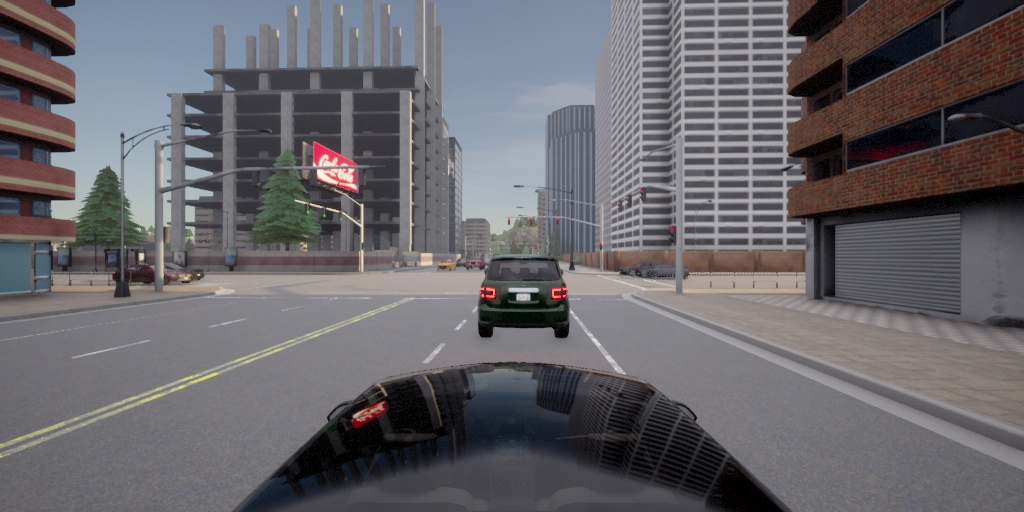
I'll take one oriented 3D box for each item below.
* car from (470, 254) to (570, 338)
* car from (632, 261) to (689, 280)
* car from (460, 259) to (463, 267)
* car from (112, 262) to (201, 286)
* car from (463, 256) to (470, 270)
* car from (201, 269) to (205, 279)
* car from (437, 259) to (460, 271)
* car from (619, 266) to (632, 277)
[{"bbox_3d":[0.338,0.971,10.319,2.150,2.045,5.566,0,0,2],"label":"car"},{"bbox_3d":[12.886,1.313,30.752,4.181,1.385,1.994,0,0,2],"label":"car"},{"bbox_3d":[-8.434,1.227,60.037,1.882,1.535,5.008,0,0,2],"label":"car"},{"bbox_3d":[-24.764,1.275,24.771,4.674,1.442,1.812,0,0,2],"label":"car"},{"bbox_3d":[-5.235,0.971,52.145,2.150,2.045,5.566,0,0,2],"label":"car"},{"bbox_3d":[-27.207,1.227,28.352,5.008,1.535,1.882,0,0,2],"label":"car"},{"bbox_3d":[-8.867,1.227,48.894,1.882,1.535,5.008,0,0,2],"label":"car"},{"bbox_3d":[12.797,1.254,34.257,4.892,1.490,1.837,0,0,2],"label":"car"}]
